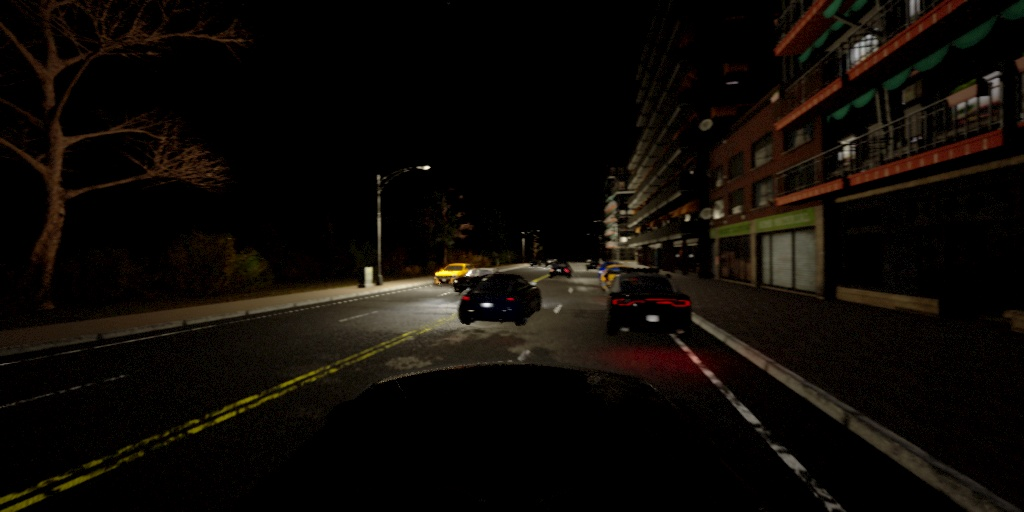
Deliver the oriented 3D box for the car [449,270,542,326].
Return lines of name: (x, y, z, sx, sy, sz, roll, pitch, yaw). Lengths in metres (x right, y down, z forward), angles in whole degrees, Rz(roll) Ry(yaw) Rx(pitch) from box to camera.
car: (-0.233, 1.324, 11.879, 1.994, 1.385, 4.181, -1, 0, 13)

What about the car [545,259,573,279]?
car: (4.515, 1.283, 32.893, 2.033, 1.411, 5.357, -1, 0, 12)

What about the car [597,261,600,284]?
car: (5.925, 1.160, 20.177, 1.801, 1.575, 5.366, -1, 0, 13)

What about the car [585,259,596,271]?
car: (10.597, 1.242, 46.651, 2.033, 1.411, 5.357, -1, 0, 12)

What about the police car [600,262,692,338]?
police car: (3.643, 1.144, 10.303, 1.930, 1.638, 5.238, -1, 0, 13)

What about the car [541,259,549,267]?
car: (6.728, 1.250, 61.219, 2.128, 1.511, 4.902, -1, 0, 11)

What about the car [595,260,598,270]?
car: (7.199, 1.177, 25.878, 1.882, 1.535, 5.008, -1, 0, 12)

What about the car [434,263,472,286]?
car: (-3.900, 1.290, 25.869, 1.882, 1.535, 5.008, -1, 0, 13)

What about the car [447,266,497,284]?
car: (-1.755, 1.385, 20.598, 1.895, 1.301, 4.718, -1, 0, 13)
